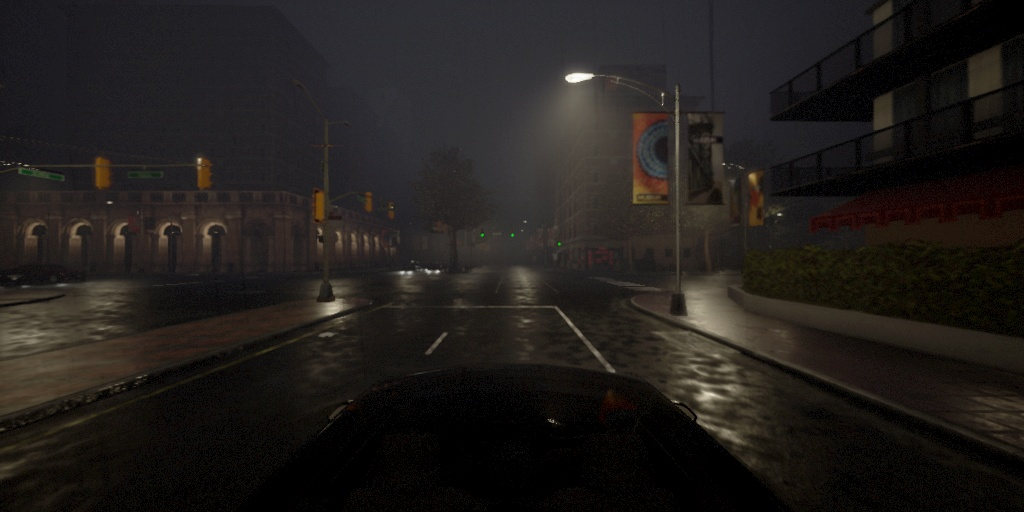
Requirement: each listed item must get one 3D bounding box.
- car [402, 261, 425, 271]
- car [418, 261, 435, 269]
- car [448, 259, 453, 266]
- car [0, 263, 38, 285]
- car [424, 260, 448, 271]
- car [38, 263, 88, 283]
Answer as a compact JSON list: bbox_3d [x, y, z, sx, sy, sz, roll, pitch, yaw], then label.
[{"bbox_3d":[-15.030,1.450,54.058,2.128,1.511,4.902,0,0,0],"label":"car"},{"bbox_3d":[-14.968,1.558,62.942,1.994,1.385,4.181,0,0,1],"label":"car"},{"bbox_3d":[-11.461,1.546,64.083,2.033,1.411,5.357,0,0,0],"label":"car"},{"bbox_3d":[-37.013,1.332,24.916,4.902,1.511,2.128,0,0,0],"label":"car"},{"bbox_3d":[-11.527,1.526,54.841,1.994,1.385,4.181,0,0,0],"label":"car"},{"bbox_3d":[-36.768,1.332,28.416,5.008,1.535,1.882,0,0,0],"label":"car"}]
